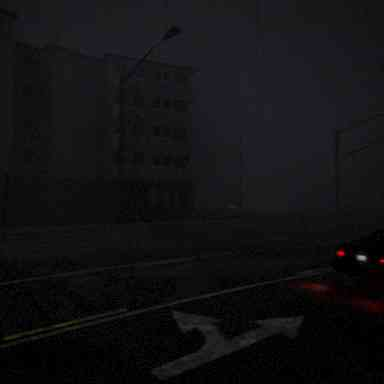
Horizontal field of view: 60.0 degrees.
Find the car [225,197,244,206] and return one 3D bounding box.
[{"bbox_3d":[7.965,1.756,64.463,2.097,1.767,4.553,1,0,-11],"label":"car"}]

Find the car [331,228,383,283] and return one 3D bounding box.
[{"bbox_3d":[6.252,1.646,9.100,5.357,1.411,2.033,1,0,-28],"label":"car"}]
